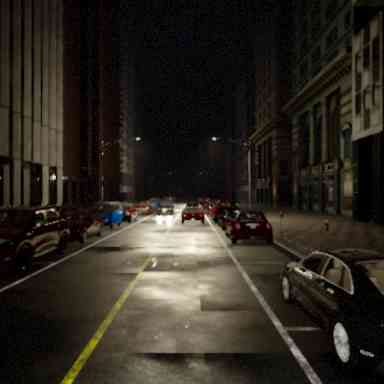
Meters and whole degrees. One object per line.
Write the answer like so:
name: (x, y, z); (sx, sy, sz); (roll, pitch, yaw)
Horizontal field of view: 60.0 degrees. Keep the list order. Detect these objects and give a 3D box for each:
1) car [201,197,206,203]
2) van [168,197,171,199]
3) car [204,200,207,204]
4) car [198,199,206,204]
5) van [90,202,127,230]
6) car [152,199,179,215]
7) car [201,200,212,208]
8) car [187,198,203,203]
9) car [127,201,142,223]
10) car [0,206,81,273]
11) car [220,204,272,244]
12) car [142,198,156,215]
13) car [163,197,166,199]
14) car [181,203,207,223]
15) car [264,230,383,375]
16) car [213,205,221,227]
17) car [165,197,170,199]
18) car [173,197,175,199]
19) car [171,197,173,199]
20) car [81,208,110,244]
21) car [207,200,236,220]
car: (2.712, 1.948, 50.693); (1.967, 1.590, 4.097); (0, -1, 0)
van: (-5.830, 2.023, 67.588); (1.690, 1.788, 3.998); (0, -1, 0)
car: (2.723, 1.961, 39.421); (1.947, 1.339, 4.313); (0, -1, 0)
car: (2.674, 2.500, 90.145); (1.802, 1.307, 4.206); (0, -1, 0)
van: (-5.787, 1.567, 22.497); (1.690, 1.788, 3.998); (0, -1, 0)
car: (-3.048, 1.886, 39.287); (2.128, 1.511, 4.902); (0, -1, 0)
car: (2.701, 2.189, 61.964); (1.947, 1.339, 4.313); (0, -1, 0)
car: (0.055, 1.946, 45.567); (2.128, 1.511, 4.902); (0, -1, 0)
car: (-5.792, 1.722, 28.133); (1.967, 1.590, 4.097); (0, -1, 0)
car: (-5.776, 1.428, 11.224); (2.192, 1.841, 5.009); (0, -1, 0)
car: (2.744, 1.610, 16.877); (1.967, 1.590, 4.097); (0, -1, 0)
car: (-5.803, 1.835, 39.406); (1.967, 1.590, 4.097); (0, -1, 0)
car: (-5.818, 2.089, 56.144); (1.752, 1.417, 4.829); (0, -1, 0)
car: (0.073, 1.886, 28.431); (1.895, 1.301, 4.718); (0, -1, 0)
car: (2.755, 1.608, 5.605); (2.008, 1.369, 4.403); (0, -1, 0)
car: (2.739, 1.792, 22.512); (1.947, 1.339, 4.313); (0, -1, 0)
car: (-5.824, 2.174, 61.949); (2.008, 1.369, 4.403); (0, -1, 0)
car: (-5.841, 2.115, 78.861); (2.192, 1.841, 5.009); (0, -1, 0)
car: (-5.835, 2.181, 73.223); (1.967, 1.590, 4.097); (0, -1, 0)
car: (-5.781, 1.714, 16.859); (1.887, 1.381, 4.507); (0, -1, 0)
car: (2.733, 1.597, 28.151); (2.192, 1.841, 5.009); (0, -1, 0)
